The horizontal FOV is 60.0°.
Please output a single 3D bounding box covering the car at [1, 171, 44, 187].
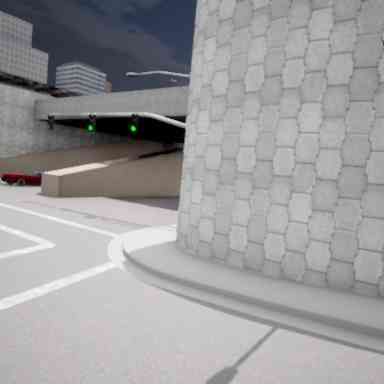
[{"bbox_3d":[-13.730,-1.178,28.823,1.895,1.301,4.718,8,4,34],"label":"car"}]
